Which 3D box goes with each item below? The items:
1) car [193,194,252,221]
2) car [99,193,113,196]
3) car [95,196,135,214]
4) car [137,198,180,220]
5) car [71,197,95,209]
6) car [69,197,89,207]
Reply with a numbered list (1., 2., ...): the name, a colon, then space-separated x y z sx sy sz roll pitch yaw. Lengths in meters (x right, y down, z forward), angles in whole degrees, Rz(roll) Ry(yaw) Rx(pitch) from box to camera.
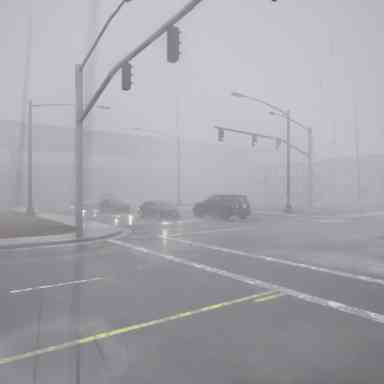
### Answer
1. car: 2.410 1.221 27.496 2.150 2.045 5.566 0 0 -36
2. car: -15.013 1.222 58.907 2.150 2.045 5.566 0 0 0
3. car: -8.458 1.478 36.008 1.882 1.535 5.008 0 0 -36
4. car: -2.878 1.505 28.436 1.837 1.490 4.892 0 0 -36
5. car: -14.259 1.526 44.295 1.812 1.442 4.674 0 0 -32
6. car: -18.304 1.547 54.173 2.033 1.411 5.357 0 0 -8
